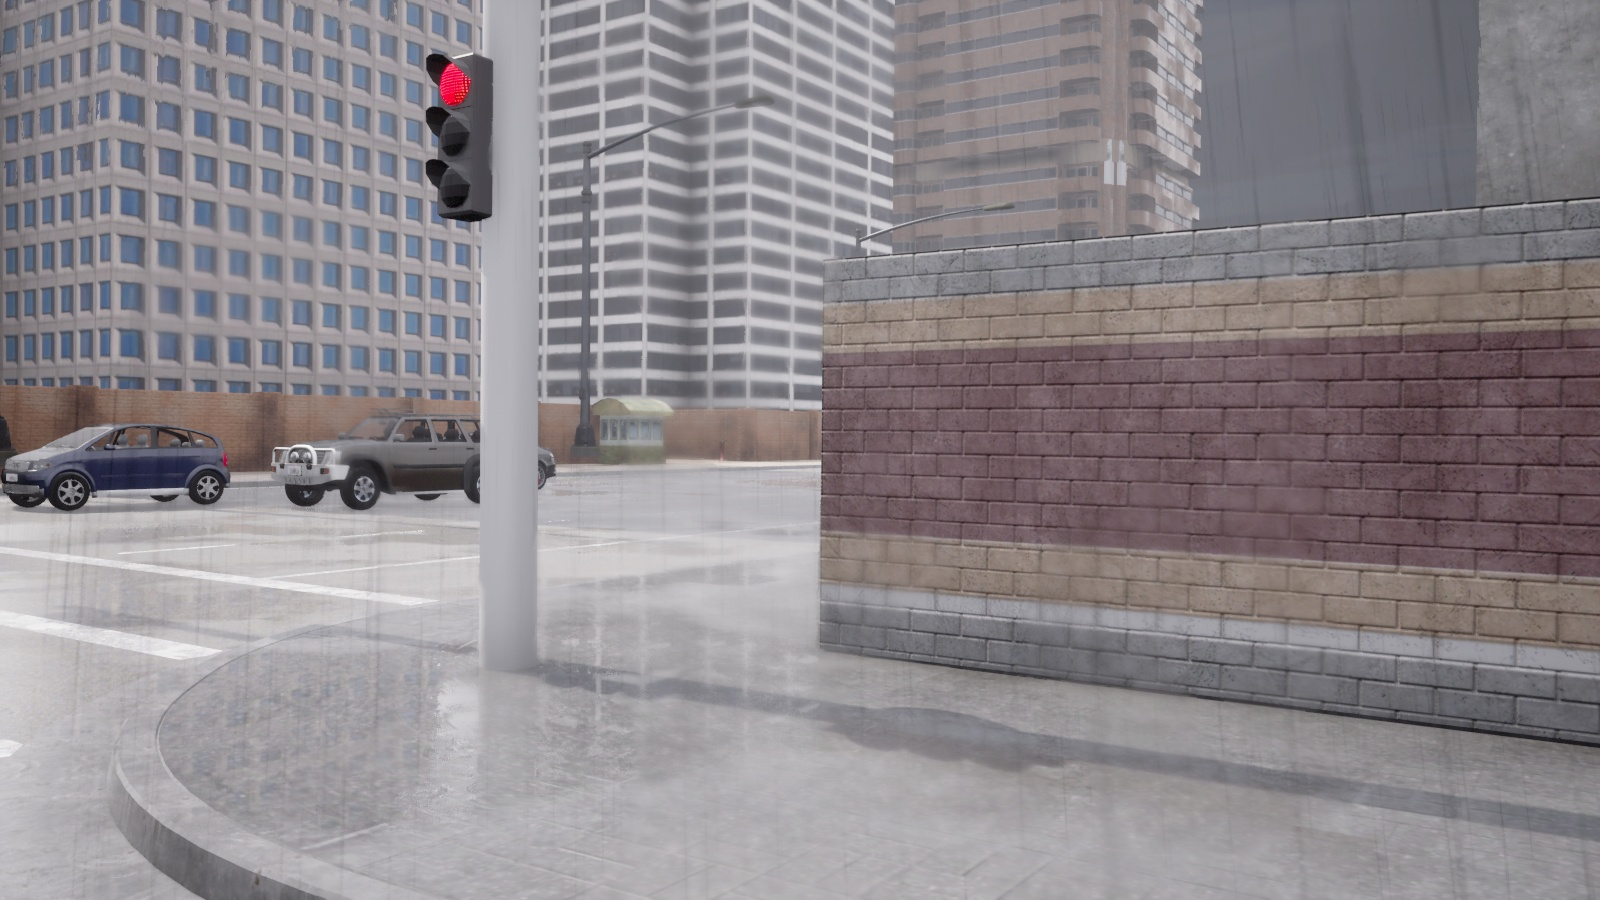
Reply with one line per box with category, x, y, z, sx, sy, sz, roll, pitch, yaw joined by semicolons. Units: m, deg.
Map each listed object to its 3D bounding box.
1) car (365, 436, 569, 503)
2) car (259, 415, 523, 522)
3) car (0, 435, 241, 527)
car;-7.915;0.415;30.289;1.812;1.442;4.674;0;1;34
car;-7.761;0.287;24.273;1.932;1.855;4.605;0;1;34
car;-12.628;0.506;23.310;1.789;1.549;3.705;0;1;34
